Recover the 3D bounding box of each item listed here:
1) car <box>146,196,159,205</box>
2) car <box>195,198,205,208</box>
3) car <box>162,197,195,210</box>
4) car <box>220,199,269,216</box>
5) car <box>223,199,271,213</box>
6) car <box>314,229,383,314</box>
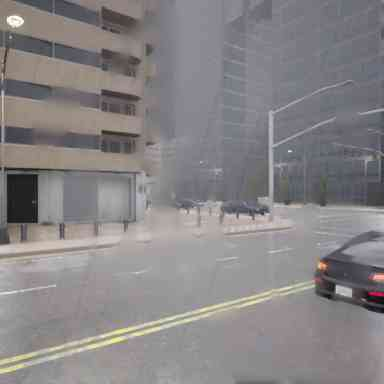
[{"bbox_3d":[-7.366,1.449,55.870,1.837,1.490,4.892,0,0,-35],"label":"car"},{"bbox_3d":[-0.218,1.435,45.643,2.128,1.511,4.902,0,0,-35],"label":"car"},{"bbox_3d":[-2.000,1.507,42.093,1.994,1.385,4.181,0,0,-35],"label":"car"},{"bbox_3d":[5.036,1.492,32.219,2.033,1.411,5.357,0,0,-36],"label":"car"},{"bbox_3d":[6.021,1.492,36.822,2.033,1.411,5.357,0,0,-36],"label":"car"},{"bbox_3d":[4.474,1.526,7.004,4.674,1.442,1.812,0,0,-35],"label":"car"}]
